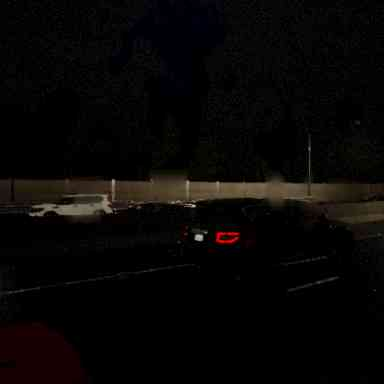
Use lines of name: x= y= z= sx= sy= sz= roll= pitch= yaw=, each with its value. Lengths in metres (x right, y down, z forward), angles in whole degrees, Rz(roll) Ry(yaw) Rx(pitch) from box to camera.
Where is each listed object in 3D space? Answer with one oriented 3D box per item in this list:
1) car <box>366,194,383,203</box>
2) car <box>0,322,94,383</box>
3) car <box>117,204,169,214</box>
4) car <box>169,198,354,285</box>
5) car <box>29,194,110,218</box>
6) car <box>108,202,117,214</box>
car: x=27.542 y=1.119 z=48.843 sx=4.892 sy=1.490 sz=1.837 roll=0 pitch=0 yaw=-35
car: x=-2.882 y=1.606 z=1.698 sx=4.718 sy=1.301 sz=1.895 roll=0 pitch=0 yaw=-35
car: x=-1.751 y=1.485 z=19.822 sx=4.674 sy=1.442 sz=1.812 roll=0 pitch=0 yaw=-35
car: x=2.360 y=1.192 z=9.640 sx=5.566 sy=2.045 sz=2.150 roll=0 pitch=0 yaw=-35
car: x=-8.469 y=1.194 z=23.666 sx=5.566 sy=2.045 sz=2.150 roll=0 pitch=0 yaw=-35
car: x=-3.284 y=1.521 z=23.023 sx=4.181 sy=1.385 sz=1.994 roll=0 pitch=0 yaw=-35
